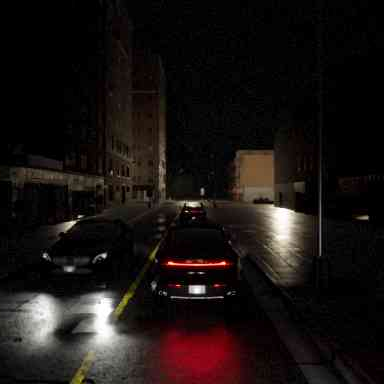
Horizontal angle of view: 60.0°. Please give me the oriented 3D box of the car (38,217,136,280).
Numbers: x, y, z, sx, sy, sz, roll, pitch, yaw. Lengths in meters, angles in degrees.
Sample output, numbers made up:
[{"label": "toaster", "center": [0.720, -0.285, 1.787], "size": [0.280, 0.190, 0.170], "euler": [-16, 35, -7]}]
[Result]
[{"label": "car", "center": [-2.849, 1.526, 10.060], "size": [1.812, 1.442, 4.674], "euler": [0, 0, 0]}]

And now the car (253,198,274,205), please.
[{"label": "car", "center": [13.224, 1.694, 60.627], "size": [4.313, 1.339, 1.947], "euler": [0, -1, 0]}]

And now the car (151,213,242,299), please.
[{"label": "car", "center": [0.102, 1.505, 8.404], "size": [1.837, 1.490, 4.892], "euler": [0, 0, 0]}]

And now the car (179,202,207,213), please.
[{"label": "car", "center": [0.101, 1.492, 24.184], "size": [2.128, 1.511, 4.902], "euler": [0, 0, 0]}]
